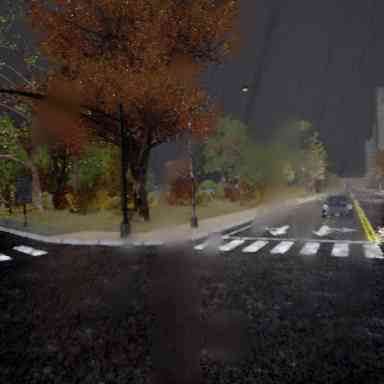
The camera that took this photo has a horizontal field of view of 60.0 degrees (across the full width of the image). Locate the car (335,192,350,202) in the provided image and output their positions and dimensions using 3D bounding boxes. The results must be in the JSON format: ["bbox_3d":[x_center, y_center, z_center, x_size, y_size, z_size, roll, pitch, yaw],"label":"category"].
[{"bbox_3d":[23.808,0.807,52.466,2.033,1.411,5.357,-2,0,25],"label":"car"}]

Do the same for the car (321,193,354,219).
[{"bbox_3d":[11.039,1.004,25.176,2.097,1.767,4.553,-2,0,25],"label":"car"}]
